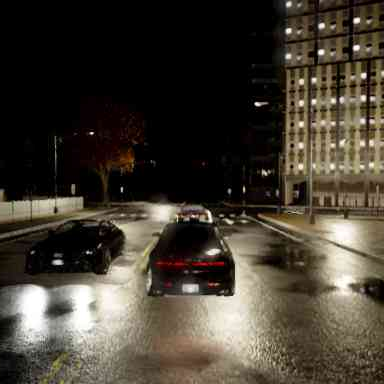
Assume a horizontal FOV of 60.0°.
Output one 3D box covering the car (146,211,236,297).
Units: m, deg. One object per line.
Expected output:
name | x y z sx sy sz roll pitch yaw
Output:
car | -0.017 1.487 8.497 1.837 1.490 4.892 0 1 0

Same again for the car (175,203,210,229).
car | 0.039 1.504 22.348 2.033 1.411 5.357 0 0 0

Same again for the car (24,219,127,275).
car | -3.305 1.542 10.195 1.994 1.385 4.181 0 0 0

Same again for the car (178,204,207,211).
car | 0.102 1.463 13.321 2.128 1.511 4.902 0 0 0
